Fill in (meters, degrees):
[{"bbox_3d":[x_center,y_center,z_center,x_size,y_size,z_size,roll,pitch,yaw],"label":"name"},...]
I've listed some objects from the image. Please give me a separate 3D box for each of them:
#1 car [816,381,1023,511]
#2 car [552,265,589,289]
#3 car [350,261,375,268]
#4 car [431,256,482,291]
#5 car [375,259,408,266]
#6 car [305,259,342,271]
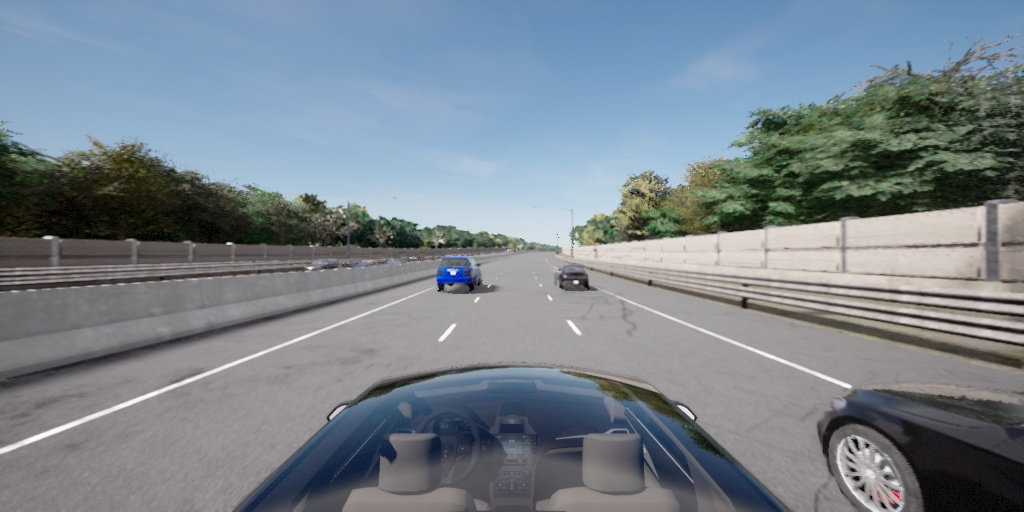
[{"bbox_3d":[3.608,1.275,1.196,1.812,1.442,4.674,0,-1,0],"label":"car"},{"bbox_3d":[3.821,1.302,23.582,1.837,1.490,4.892,0,0,1],"label":"car"},{"bbox_3d":[-16.891,1.226,41.685,1.895,1.301,4.718,0,1,2],"label":"car"},{"bbox_3d":[-3.204,1.019,22.474,2.150,2.045,5.566,0,0,1],"label":"car"},{"bbox_3d":[-13.392,1.123,41.343,2.128,1.511,4.902,0,0,2],"label":"car"},{"bbox_3d":[-20.479,1.141,39.011,2.128,1.511,4.902,0,1,2],"label":"car"}]
